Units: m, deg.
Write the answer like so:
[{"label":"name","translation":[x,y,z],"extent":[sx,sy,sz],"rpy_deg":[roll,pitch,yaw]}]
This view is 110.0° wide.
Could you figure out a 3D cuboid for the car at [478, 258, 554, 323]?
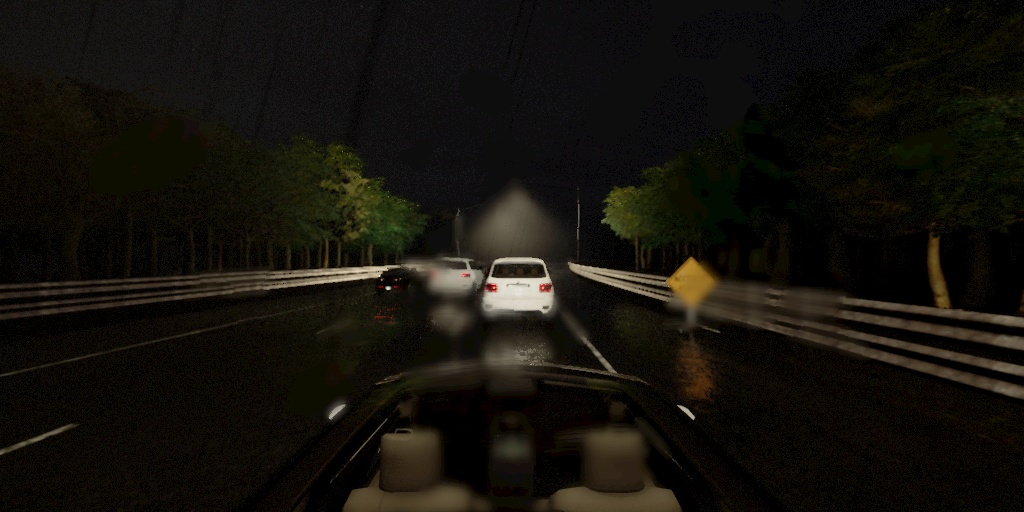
[{"label":"car","translation":[0.275,1.100,12.912],"extent":[2.150,2.045,5.566],"rpy_deg":[0,0,2]}]

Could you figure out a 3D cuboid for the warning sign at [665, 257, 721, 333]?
[{"label":"warning sign","translation":[4.628,0.953,9.259],"extent":[1.300,1.860,1.060],"rpy_deg":[0,0,1]}]

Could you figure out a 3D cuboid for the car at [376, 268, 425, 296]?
[{"label":"car","translation":[-6.373,1.469,21.250],"extent":[1.837,1.490,4.892],"rpy_deg":[0,-1,3]}]

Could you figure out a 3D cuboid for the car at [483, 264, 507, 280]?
[{"label":"car","translation":[-1.715,1.647,37.703],"extent":[1.812,1.442,4.674],"rpy_deg":[0,0,5]}]

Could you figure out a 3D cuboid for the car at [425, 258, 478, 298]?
[{"label":"car","translation":[-2.932,1.173,20.211],"extent":[2.150,2.045,5.566],"rpy_deg":[0,-1,3]}]
